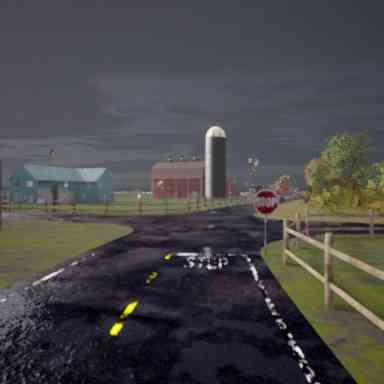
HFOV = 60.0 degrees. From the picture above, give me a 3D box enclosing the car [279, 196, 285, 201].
[{"bbox_3d":[20.969,1.547,79.314,1.994,1.385,4.181,0,0,22],"label":"car"}]
